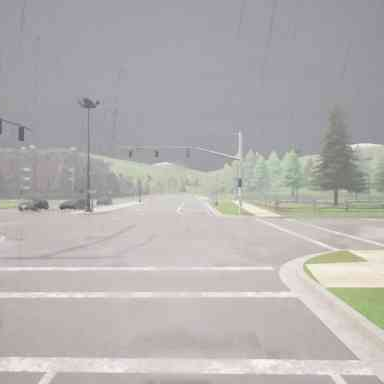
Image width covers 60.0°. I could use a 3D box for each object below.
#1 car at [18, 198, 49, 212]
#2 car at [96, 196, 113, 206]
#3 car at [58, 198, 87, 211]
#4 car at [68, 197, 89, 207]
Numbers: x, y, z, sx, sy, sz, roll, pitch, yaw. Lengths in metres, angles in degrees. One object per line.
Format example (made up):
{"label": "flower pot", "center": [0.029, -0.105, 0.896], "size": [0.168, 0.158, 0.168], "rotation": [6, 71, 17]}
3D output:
{"label": "car", "center": [-18.525, 1.510, 39.097], "size": [2.128, 1.511, 4.902], "rotation": [0, 0, 0]}
{"label": "car", "center": [-14.944, 1.532, 56.850], "size": [1.837, 1.490, 4.892], "rotation": [0, 0, 0]}
{"label": "car", "center": [-15.005, 1.567, 42.136], "size": [2.033, 1.411, 5.357], "rotation": [0, 0, 1]}
{"label": "car", "center": [-18.467, 1.590, 54.270], "size": [1.994, 1.385, 4.181], "rotation": [0, 0, 1]}
